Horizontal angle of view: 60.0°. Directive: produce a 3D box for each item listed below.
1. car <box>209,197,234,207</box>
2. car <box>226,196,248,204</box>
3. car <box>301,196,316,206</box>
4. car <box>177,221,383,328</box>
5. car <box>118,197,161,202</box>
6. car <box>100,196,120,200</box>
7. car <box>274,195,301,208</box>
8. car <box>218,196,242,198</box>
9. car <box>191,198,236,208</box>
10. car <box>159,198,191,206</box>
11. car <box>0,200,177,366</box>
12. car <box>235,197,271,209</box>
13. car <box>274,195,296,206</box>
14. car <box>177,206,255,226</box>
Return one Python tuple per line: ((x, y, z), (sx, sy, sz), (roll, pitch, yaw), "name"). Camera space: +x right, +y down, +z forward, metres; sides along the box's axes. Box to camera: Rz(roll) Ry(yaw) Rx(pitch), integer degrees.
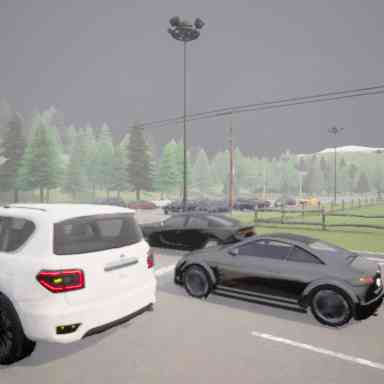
((4.795, 1.526, 53.762), (1.812, 1.442, 4.674), (0, 0, 36), "car")
((8.833, 1.492, 65.179), (2.128, 1.511, 4.902), (0, 0, 37), "car")
((19.415, 1.478, 55.978), (1.882, 1.535, 5.008), (0, 0, 36), "car")
((1.670, 1.564, 7.062), (4.181, 1.385, 1.994), (0, 0, 35), "car")
((-6.077, 1.564, 38.812), (1.994, 1.385, 4.181), (0, 0, 36), "car")
((-10.004, 1.352, 39.307), (2.097, 1.767, 4.553), (0, 0, 35), "car")
((13.410, 1.492, 47.769), (2.128, 1.511, 4.902), (0, 0, 36), "car")
((4.200, 1.564, 41.067), (1.994, 1.385, 4.181), (0, 0, 36), "car")
((2.160, 1.564, 32.280), (1.994, 1.385, 4.181), (0, 0, 36), "car")
((-0.969, 1.601, 33.922), (1.895, 1.301, 4.718), (0, 0, 33), "car")
((-3.209, 1.222, 5.994), (5.566, 2.045, 2.150), (0, 0, 32), "car")
((7.299, 1.601, 39.374), (1.895, 1.301, 4.718), (0, 0, 36), "car")
((16.069, 1.352, 57.321), (2.097, 1.767, 4.553), (0, 0, 36), "car")
((-0.034, 1.477, 12.361), (5.008, 1.535, 1.882), (0, 0, 32), "car")
